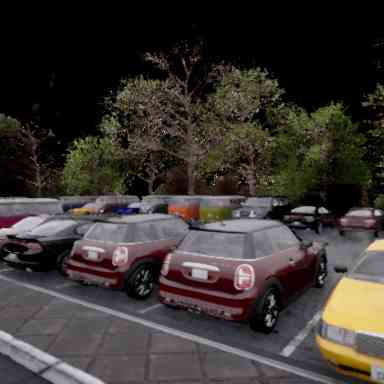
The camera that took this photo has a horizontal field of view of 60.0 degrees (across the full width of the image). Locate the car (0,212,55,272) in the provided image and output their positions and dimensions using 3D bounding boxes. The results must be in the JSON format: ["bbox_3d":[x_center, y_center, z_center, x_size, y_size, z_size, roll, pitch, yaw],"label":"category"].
[{"bbox_3d":[-3.114,1.491,10.492,2.097,1.535,5.008,0,0,36],"label":"car"}]

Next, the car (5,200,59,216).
[{"bbox_3d":[-17.868,1.759,37.309,2.097,1.535,5.008,-1,-1,36],"label":"car"}]

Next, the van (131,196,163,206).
[{"bbox_3d":[-2.246,1.256,25.870,1.878,1.987,4.442,-1,0,36],"label":"van"}]

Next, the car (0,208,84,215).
[{"bbox_3d":[-5.358,1.529,12.125,2.002,1.452,4.674,0,0,36],"label":"car"}]

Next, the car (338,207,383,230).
[{"bbox_3d":[9.152,1.535,17.766,2.002,1.452,4.674,0,0,36],"label":"car"}]

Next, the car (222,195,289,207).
[{"bbox_3d":[4.546,1.238,21.066,2.435,2.045,5.566,0,0,36],"label":"car"}]

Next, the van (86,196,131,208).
[{"bbox_3d":[-6.614,1.322,29.030,1.878,1.987,4.442,-1,-1,36],"label":"van"}]

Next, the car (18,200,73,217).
[{"bbox_3d":[-15.522,1.715,35.612,2.097,1.535,5.008,-1,-1,36],"label":"car"}]

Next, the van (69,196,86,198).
[{"bbox_3d":[-10.965,1.406,32.466,1.878,1.987,4.442,-1,-1,36],"label":"van"}]

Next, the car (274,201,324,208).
[{"bbox_3d":[6.904,1.492,19.388,2.097,1.535,5.008,0,0,36],"label":"car"}]

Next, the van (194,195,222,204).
[{"bbox_3d":[2.386,1.261,22.807,1.878,1.987,4.442,0,0,36],"label":"van"}]

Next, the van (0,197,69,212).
[{"bbox_3d":[-7.677,1.260,13.656,1.878,1.987,4.442,0,0,36],"label":"van"}]

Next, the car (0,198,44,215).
[{"bbox_3d":[-20.028,1.673,38.840,2.185,1.767,4.553,-1,-1,36],"label":"car"}]

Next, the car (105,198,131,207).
[{"bbox_3d":[-4.295,1.506,27.503,2.097,1.535,5.008,-1,-1,36],"label":"car"}]

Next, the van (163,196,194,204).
[{"bbox_3d":[0.243,1.258,24.358,1.878,1.987,4.442,0,0,36],"label":"van"}]

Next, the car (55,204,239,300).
[{"bbox_3d":[-0.879,1.369,8.843,2.185,1.767,4.553,0,0,36],"label":"car"}]

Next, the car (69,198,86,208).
[{"bbox_3d":[-8.893,1.587,30.596,1.946,1.575,5.366,-1,-1,36],"label":"car"}]

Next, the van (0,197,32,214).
[{"bbox_3d":[-22.186,1.615,40.584,1.878,1.987,4.442,-1,-1,36],"label":"van"}]

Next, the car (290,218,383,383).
[{"bbox_3d":[3.529,1.496,5.464,1.946,1.575,5.366,0,0,36],"label":"car"}]

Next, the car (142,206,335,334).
[{"bbox_3d":[1.370,1.371,7.216,2.185,1.767,4.553,0,0,36],"label":"car"}]
